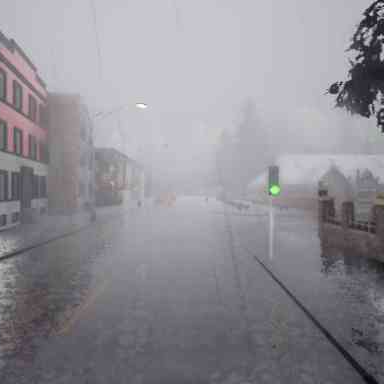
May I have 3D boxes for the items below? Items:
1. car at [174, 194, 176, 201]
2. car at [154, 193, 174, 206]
[{"bbox_3d":[-3.960,1.078,62.466,1.895,1.301,4.718,0,0,1],"label":"car"},{"bbox_3d":[-4.063,0.964,46.472,2.097,1.767,4.553,0,1,0],"label":"car"}]
